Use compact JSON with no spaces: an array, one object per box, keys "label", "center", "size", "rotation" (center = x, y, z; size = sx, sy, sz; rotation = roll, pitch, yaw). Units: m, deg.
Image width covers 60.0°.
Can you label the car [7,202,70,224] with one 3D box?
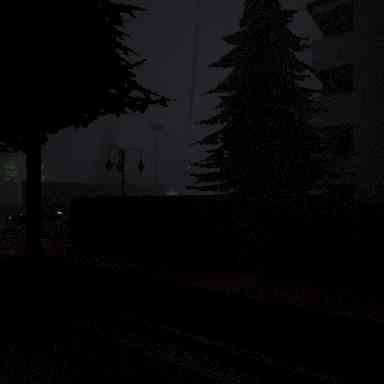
[{"label":"car","center":[-10.985,1.516,24.675],"size":[2.128,1.511,4.902],"rotation":[0,0,36]}]
